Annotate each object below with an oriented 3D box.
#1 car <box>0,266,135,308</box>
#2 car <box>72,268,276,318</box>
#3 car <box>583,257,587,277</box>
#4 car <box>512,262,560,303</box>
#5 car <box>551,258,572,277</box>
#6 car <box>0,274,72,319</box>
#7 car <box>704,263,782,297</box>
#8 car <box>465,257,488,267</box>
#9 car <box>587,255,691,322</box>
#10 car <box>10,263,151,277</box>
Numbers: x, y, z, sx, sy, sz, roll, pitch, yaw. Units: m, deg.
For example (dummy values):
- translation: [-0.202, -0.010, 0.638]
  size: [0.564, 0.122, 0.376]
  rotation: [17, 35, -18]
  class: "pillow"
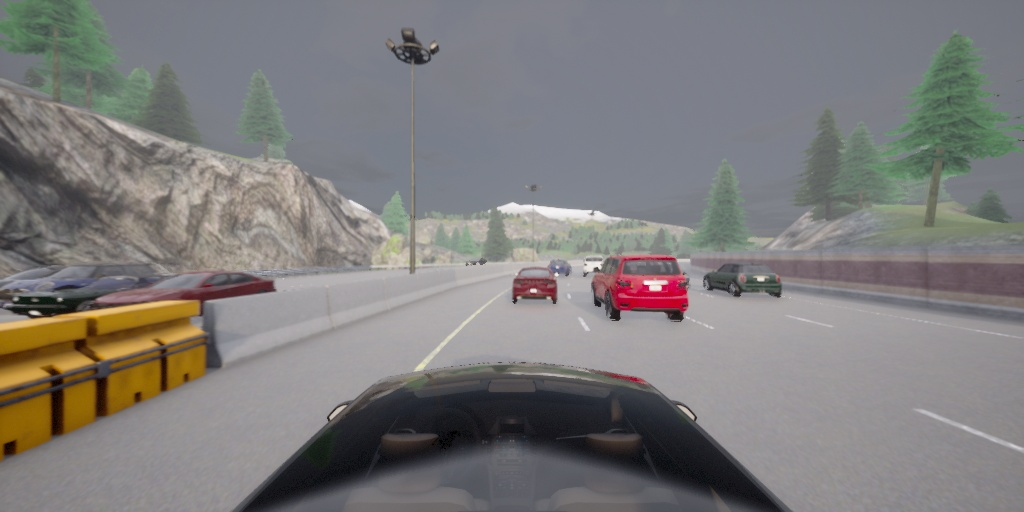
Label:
- translation: [-20.246, 1.233, 15.834]
  size: [1.837, 1.490, 4.892]
  rotation: [0, 0, 6]
  class: "car"
- translation: [-10.085, 1.217, 11.629]
  size: [1.882, 1.535, 5.008]
  rotation: [0, 0, 5]
  class: "car"
- translation: [8.426, 0.991, 36.293]
  size: [2.150, 2.045, 5.566]
  rotation: [0, 0, 15]
  class: "car"
- translation: [1.132, 1.233, 16.672]
  size: [1.882, 1.535, 5.008]
  rotation: [0, 0, 6]
  class: "car"
- translation: [4.904, 1.117, 36.527]
  size: [2.097, 1.767, 4.553]
  rotation: [0, 0, 14]
  class: "car"
- translation: [-13.550, 1.336, 12.513]
  size: [1.895, 1.301, 4.718]
  rotation: [0, 0, 5]
  class: "car"
- translation: [12.043, 1.125, 19.077]
  size: [2.097, 1.767, 4.553]
  rotation: [0, 0, 7]
  class: "car"
- translation: [-5.106, 0.849, 52.235]
  size: [1.882, 1.535, 5.008]
  rotation: [0, 0, 19]
  class: "car"
- translation: [4.199, 0.980, 12.596]
  size: [2.150, 2.045, 5.566]
  rotation: [0, 0, 5]
  class: "car"
- translation: [-16.853, 1.084, 14.399]
  size: [2.097, 1.767, 4.553]
  rotation: [0, 0, 5]
  class: "car"
